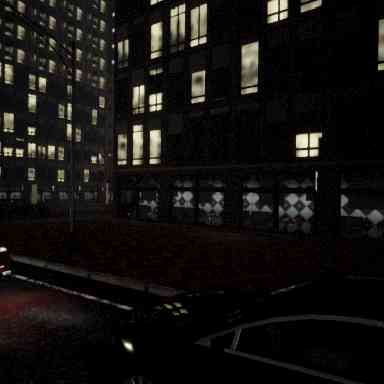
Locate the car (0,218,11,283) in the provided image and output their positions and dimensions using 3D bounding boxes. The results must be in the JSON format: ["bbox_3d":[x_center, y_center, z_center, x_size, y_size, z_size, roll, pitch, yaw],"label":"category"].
[{"bbox_3d":[-6.367,1.487,8.197,4.902,1.511,2.128,0,0,36],"label":"car"}]

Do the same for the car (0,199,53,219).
[{"bbox_3d":[-15.663,1.519,30.556,2.192,1.841,5.009,1,0,36],"label":"car"}]

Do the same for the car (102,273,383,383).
[{"bbox_3d":[1.315,1.491,2.743,4.902,1.511,2.128,0,0,35],"label":"car"}]

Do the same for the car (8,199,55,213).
[{"bbox_3d":[-19.174,1.642,39.925,1.752,1.417,4.829,1,0,36],"label":"car"}]

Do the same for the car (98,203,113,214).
[{"bbox_3d":[-8.879,1.829,39.777,1.752,1.417,4.829,1,0,36],"label":"car"}]
